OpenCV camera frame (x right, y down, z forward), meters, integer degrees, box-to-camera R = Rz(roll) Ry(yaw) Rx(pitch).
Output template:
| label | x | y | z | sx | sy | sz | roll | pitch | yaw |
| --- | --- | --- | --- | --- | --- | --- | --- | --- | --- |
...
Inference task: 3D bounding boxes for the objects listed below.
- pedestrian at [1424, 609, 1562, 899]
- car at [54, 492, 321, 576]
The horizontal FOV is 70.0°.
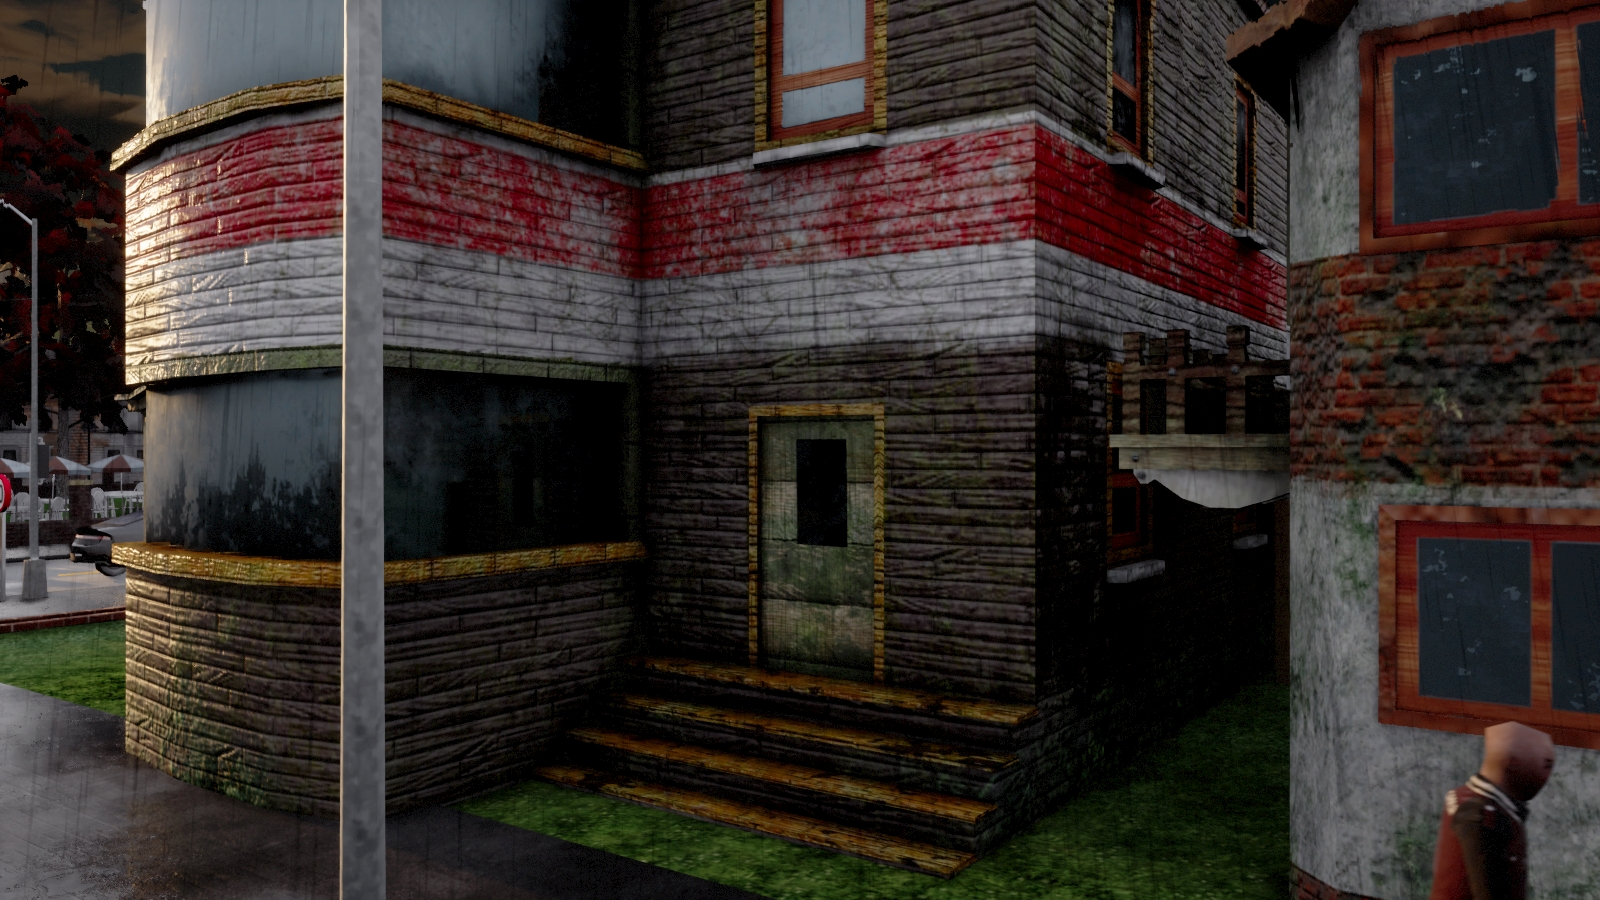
| label | x | y | z | sx | sy | sz | roll | pitch | yaw |
| --- | --- | --- | --- | --- | --- | --- | --- | --- | --- |
| pedestrian | 2.422 | 1.524 | 3.990 | 0.375 | 1.860 | 0.375 | 0 | 0 | 37 |
| car | -13.748 | 1.817 | 25.958 | 2.128 | 1.511 | 4.902 | 0 | 0 | 34 |
